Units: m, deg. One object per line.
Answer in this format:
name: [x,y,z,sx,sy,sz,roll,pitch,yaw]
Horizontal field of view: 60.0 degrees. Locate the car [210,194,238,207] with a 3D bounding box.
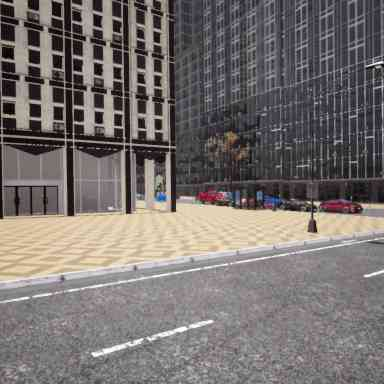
car: [4.818,1.320,44.820,1.947,1.339,4.313,0,1,-34]

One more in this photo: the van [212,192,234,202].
van: [5.394,0.856,58.957,1.690,1.788,3.998,0,1,-34]

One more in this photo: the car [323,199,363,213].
car: [15.239,1.408,34.195,1.994,1.385,4.181,-1,1,-34]

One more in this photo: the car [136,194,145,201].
car: [-11.128,1.041,68.340,2.008,1.369,4.403,0,1,-34]

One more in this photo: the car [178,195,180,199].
car: [-4.200,0.937,73.055,1.802,1.307,4.206,0,1,-34]

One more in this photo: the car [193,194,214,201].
car: [2.196,1.044,63.658,1.802,1.307,4.206,0,1,-34]

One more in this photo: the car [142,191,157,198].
car: [-10.598,0.688,82.449,1.967,1.590,4.097,0,1,-34]

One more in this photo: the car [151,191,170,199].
car: [-7.399,0.616,77.750,2.192,1.841,5.009,0,1,-34]

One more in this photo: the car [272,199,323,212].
car: [11.152,1.424,35.379,1.947,1.339,4.313,0,1,-34]

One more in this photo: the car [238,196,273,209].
car: [7.968,1.389,40.090,1.802,1.307,4.206,0,1,-34]

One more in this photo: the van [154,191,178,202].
van: [-4.731,0.938,58.941,1.690,1.788,3.998,0,1,-34]

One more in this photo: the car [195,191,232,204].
car: [3.364,0.874,51.652,2.150,2.045,5.566,-1,1,-34]

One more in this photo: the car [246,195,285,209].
car: [9.350,1.227,42.848,1.882,1.535,5.008,-1,1,-34]
